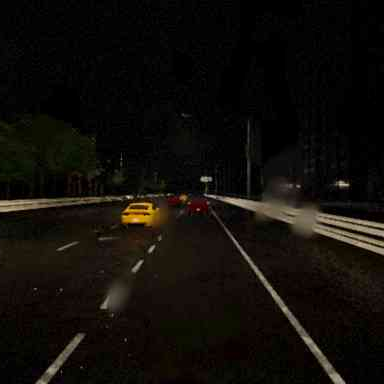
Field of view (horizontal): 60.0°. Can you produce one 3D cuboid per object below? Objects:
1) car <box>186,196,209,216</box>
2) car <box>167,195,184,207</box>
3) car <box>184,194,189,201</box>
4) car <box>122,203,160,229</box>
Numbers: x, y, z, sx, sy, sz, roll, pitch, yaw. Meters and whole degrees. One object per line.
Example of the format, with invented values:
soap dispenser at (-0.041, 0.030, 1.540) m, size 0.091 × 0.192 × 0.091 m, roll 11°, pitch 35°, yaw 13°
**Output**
car at (0.656, 1.475, 33.293) m, size 1.882 × 1.535 × 5.008 m, roll 0°, pitch 0°, yaw 1°
car at (-2.661, 1.459, 51.056) m, size 1.882 × 1.535 × 5.008 m, roll 0°, pitch 0°, yaw 1°
car at (-2.239, 1.515, 81.099) m, size 1.882 × 1.535 × 5.008 m, roll 0°, pitch 0°, yaw 1°
car at (-3.165, 1.450, 21.409) m, size 1.882 × 1.535 × 5.008 m, roll 0°, pitch 0°, yaw 1°
